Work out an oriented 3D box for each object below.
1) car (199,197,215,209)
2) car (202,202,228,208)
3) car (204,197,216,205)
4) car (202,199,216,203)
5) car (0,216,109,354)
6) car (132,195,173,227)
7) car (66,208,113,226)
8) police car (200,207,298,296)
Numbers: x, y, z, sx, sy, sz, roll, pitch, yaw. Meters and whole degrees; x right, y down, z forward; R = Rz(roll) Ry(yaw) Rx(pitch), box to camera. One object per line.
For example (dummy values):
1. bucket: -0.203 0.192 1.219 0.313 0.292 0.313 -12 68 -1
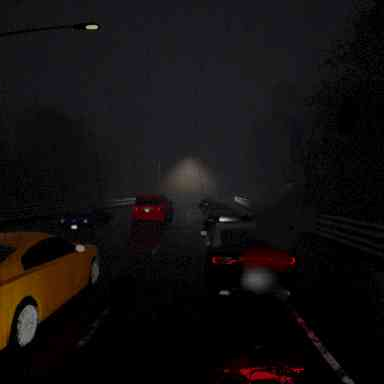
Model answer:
1. car: 2.067 1.587 45.254 1.994 1.385 4.181 0 0 5
2. car: 1.592 1.529 18.538 1.812 1.442 4.674 0 0 2
3. car: 3.358 1.591 60.826 2.033 1.411 5.357 0 0 5
4. car: 1.851 1.512 24.456 1.837 1.490 4.892 0 0 3
5. car: -3.232 1.477 6.160 1.882 1.535 5.008 0 0 1
6. car: -2.642 1.226 23.158 2.150 2.045 5.566 0 0 3
7. car: -6.275 1.604 20.262 1.895 1.301 4.718 0 0 2
8. police car: 1.264 1.425 8.778 1.930 1.638 5.238 0 0 2
